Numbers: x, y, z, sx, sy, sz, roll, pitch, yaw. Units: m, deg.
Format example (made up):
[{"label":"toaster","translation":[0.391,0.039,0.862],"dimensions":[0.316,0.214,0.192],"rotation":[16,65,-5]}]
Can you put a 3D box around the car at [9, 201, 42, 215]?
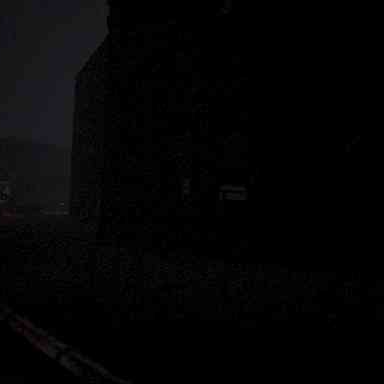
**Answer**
[{"label":"car","translation":[-19.799,1.840,39.857],"dimensions":[1.882,1.535,5.008],"rotation":[4,-1,3]}]

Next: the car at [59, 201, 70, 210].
[{"label":"car","translation":[-18.619,2.137,51.766],"dimensions":[2.128,1.511,4.902],"rotation":[4,-1,11]}]
